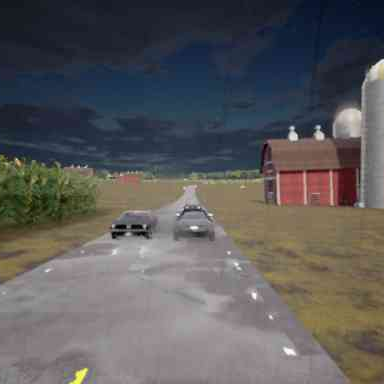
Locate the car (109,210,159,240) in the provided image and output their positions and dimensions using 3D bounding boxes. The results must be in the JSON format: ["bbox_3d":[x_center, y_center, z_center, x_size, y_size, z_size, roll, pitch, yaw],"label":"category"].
[{"bbox_3d":[-2.846,1.620,17.178,1.895,1.301,4.718,0,0,0],"label":"car"}]

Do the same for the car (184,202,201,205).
[{"bbox_3d":[0.091,1.708,37.028,1.895,1.301,4.718,0,0,0],"label":"car"}]

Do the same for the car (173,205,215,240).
[{"bbox_3d":[0.098,1.582,16.963,1.994,1.385,4.181,0,0,0],"label":"car"}]
